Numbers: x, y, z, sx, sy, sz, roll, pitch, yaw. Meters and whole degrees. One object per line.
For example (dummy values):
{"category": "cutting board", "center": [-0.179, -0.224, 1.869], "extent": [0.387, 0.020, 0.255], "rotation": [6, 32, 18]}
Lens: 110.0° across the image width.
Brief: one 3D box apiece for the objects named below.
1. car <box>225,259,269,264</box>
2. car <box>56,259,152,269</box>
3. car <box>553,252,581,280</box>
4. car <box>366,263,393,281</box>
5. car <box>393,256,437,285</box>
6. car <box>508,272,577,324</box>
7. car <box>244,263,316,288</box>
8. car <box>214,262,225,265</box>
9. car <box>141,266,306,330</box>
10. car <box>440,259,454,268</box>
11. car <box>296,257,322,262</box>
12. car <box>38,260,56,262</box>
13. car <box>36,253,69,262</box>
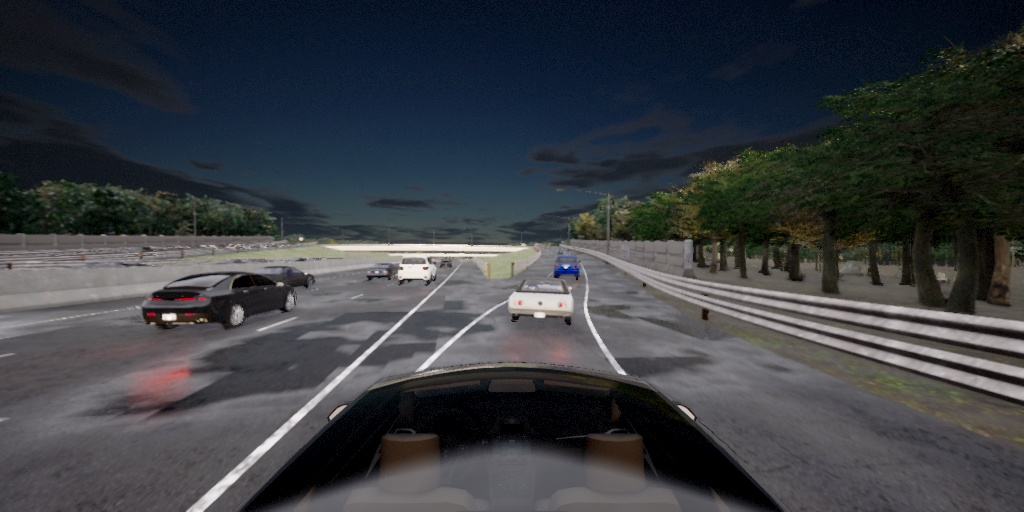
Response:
{"category": "car", "center": [-29.766, 1.108, 41.024], "extent": [2.128, 1.511, 4.902], "rotation": [0, 0, -6]}
{"category": "car", "center": [-27.957, 1.147, 25.245], "extent": [2.128, 1.511, 4.902], "rotation": [0, 0, -6]}
{"category": "car", "center": [4.928, 0.946, 32.040], "extent": [2.150, 2.045, 5.566], "rotation": [0, 1, 11]}
{"category": "car", "center": [-10.702, 1.301, 30.130], "extent": [2.033, 1.411, 5.357], "rotation": [0, 0, -7]}
{"category": "car", "center": [-6.839, 0.992, 26.297], "extent": [2.150, 2.045, 5.566], "rotation": [0, 0, -6]}
{"category": "car", "center": [1.119, 1.409, 12.367], "extent": [1.895, 1.301, 4.718], "rotation": [2, 0, 8]}
{"category": "car", "center": [-13.112, 1.270, 20.284], "extent": [2.033, 1.411, 5.357], "rotation": [0, 0, -7]}
{"category": "car", "center": [-33.491, 1.132, 42.870], "extent": [2.033, 1.411, 5.357], "rotation": [0, 0, -6]}
{"category": "car", "center": [-8.556, 1.231, 11.080], "extent": [1.837, 1.490, 4.892], "rotation": [0, 0, -6]}
{"category": "car", "center": [-10.544, 1.157, 57.950], "extent": [1.837, 1.490, 4.892], "rotation": [0, 0, -7]}
{"category": "car", "center": [-31.594, 1.075, 56.968], "extent": [2.033, 1.411, 5.357], "rotation": [0, 0, -6]}
{"category": "car", "center": [-31.653, 1.203, 26.799], "extent": [1.994, 1.385, 4.181], "rotation": [0, 0, -6]}
{"category": "car", "center": [-50.442, 0.339, 39.379], "extent": [1.895, 1.301, 4.718], "rotation": [1, 2, -22]}
